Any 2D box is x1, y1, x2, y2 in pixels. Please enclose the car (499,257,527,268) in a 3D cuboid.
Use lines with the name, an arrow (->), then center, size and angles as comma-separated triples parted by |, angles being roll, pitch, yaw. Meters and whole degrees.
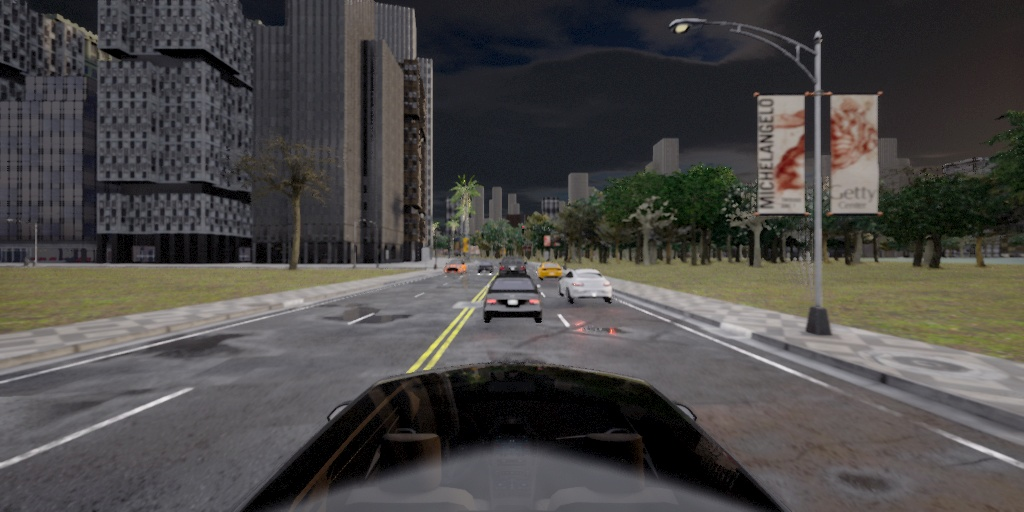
car -> 0.069, 1.060, 29.901 | 2.150, 2.045, 5.566 | 0, 0, 0

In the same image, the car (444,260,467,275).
car -> -6.561, 1.227, 42.033 | 2.097, 1.767, 4.553 | 0, 0, 0

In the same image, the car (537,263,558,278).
car -> 3.330, 1.322, 32.120 | 1.882, 1.535, 5.008 | 0, 0, 0

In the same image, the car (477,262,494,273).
car -> -3.287, 1.434, 45.461 | 2.033, 1.411, 5.357 | 0, 0, 1

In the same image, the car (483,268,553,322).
car -> 0.044, 1.331, 12.430 | 2.033, 1.411, 5.357 | 0, 0, 1

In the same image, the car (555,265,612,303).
car -> 3.326, 1.322, 16.745 | 1.812, 1.442, 4.674 | 0, 0, 0
